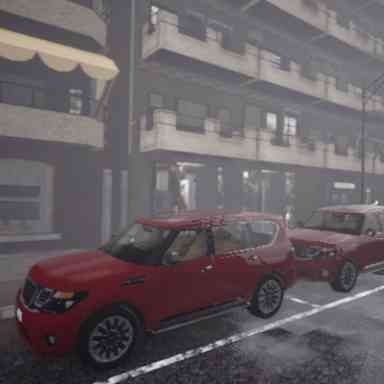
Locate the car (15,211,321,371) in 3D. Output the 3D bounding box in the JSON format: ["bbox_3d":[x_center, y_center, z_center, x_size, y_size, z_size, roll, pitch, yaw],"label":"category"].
[{"bbox_3d":[-0.245,1.318,5.896,5.009,1.841,2.192,0,1,-35],"label":"car"}]

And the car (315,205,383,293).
[{"bbox_3d":[4.256,1.323,9.108,5.009,1.841,2.192,0,1,-35],"label":"car"}]
